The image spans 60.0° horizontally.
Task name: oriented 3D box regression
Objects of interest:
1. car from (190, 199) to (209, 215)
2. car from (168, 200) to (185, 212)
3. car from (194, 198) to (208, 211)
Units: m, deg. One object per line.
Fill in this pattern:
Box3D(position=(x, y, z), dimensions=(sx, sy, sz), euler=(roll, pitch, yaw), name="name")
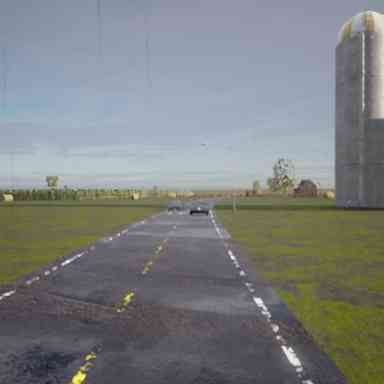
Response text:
Box3D(position=(0.802, 1.694, 35.397), dimensions=(1.994, 1.385, 4.181), euler=(0, 0, 2), name="car")
Box3D(position=(-1.881, 1.696, 41.431), dimensions=(2.033, 1.411, 5.357), euler=(0, 0, 3), name="car")
Box3D(position=(1.259, 1.667, 45.346), dimensions=(1.837, 1.490, 4.892), euler=(0, 0, 3), name="car")
